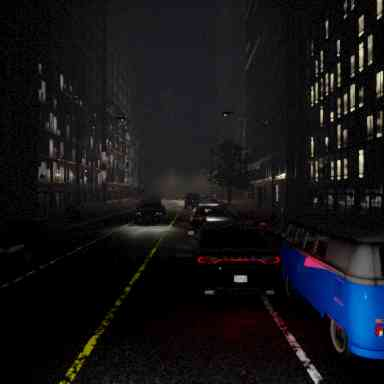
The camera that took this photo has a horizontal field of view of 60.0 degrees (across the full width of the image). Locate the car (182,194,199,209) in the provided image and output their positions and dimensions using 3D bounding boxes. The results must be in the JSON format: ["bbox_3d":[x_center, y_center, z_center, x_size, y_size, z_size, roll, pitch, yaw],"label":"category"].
[{"bbox_3d":[0.112,1.215,44.930,2.150,2.045,5.566,0,0,0],"label":"car"}]

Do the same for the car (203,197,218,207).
[{"bbox_3d":[2.814,1.538,51.236,2.008,1.369,4.403,0,0,0],"label":"car"}]

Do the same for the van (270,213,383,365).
[{"bbox_3d":[2.704,1.341,5.697,1.690,1.788,3.998,0,0,0],"label":"van"}]

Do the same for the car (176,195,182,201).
[{"bbox_3d":[-2.805,1.443,81.225,1.837,1.490,4.892,0,0,0],"label":"car"}]

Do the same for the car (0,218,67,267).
[{"bbox_3d":[-5.663,1.582,11.411,1.802,1.307,4.206,0,0,0],"label":"car"}]

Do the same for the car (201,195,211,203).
[{"bbox_3d":[2.856,1.401,68.313,1.967,1.590,4.097,0,0,0],"label":"car"}]

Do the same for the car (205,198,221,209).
[{"bbox_3d":[2.801,1.544,45.543,2.008,1.369,4.403,0,0,0],"label":"car"}]

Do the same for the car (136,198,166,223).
[{"bbox_3d":[-3.039,1.477,25.417,1.882,1.535,5.008,0,0,0],"label":"car"}]

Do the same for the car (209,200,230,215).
[{"bbox_3d":[2.773,1.581,34.158,1.802,1.307,4.206,0,0,0],"label":"car"}]

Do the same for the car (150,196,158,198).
[{"bbox_3d":[-5.594,1.548,39.875,2.008,1.369,4.403,0,0,0],"label":"car"}]

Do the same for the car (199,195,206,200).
[{"bbox_3d":[2.911,1.463,91.083,1.887,1.381,4.507,0,0,0],"label":"car"}]

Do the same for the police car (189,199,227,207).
[{"bbox_3d":[0.946,1.425,18.830,1.930,1.638,5.238,0,0,0],"label":"police car"}]

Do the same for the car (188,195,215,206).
[{"bbox_3d":[0.959,1.351,24.691,2.097,1.767,4.553,0,0,0],"label":"car"}]

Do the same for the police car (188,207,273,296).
[{"bbox_3d":[0.921,1.425,8.830,1.930,1.638,5.238,0,0,0],"label":"police car"}]

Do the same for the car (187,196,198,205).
[{"bbox_3d":[0.143,1.480,59.484,1.837,1.490,4.892,0,0,0],"label":"car"}]

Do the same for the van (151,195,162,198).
[{"bbox_3d":[-5.566,1.328,51.260,1.690,1.788,3.998,0,0,0],"label":"van"}]

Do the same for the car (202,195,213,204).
[{"bbox_3d":[2.842,1.410,62.621,1.967,1.590,4.097,0,0,0],"label":"car"}]
